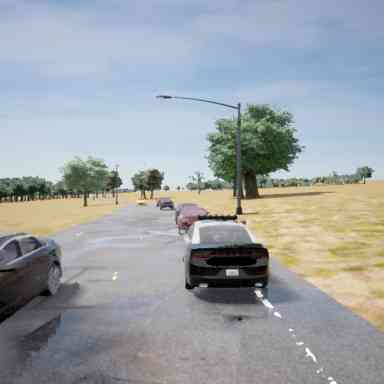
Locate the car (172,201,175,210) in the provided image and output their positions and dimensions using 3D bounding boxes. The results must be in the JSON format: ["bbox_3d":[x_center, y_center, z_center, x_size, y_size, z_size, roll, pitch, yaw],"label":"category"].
[{"bbox_3d":[-0.363,1.577,25.325,1.837,1.490,4.892,0,0,-5],"label":"car"}]

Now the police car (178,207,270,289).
[{"bbox_3d":[0.695,1.447,9.378,1.930,1.638,5.238,0,0,-3],"label":"police car"}]

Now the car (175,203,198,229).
[{"bbox_3d":[0.098,1.579,19.308,1.812,1.442,4.674,0,0,-4],"label":"car"}]

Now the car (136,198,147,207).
[{"bbox_3d":[-9.445,1.905,61.884,1.882,1.535,5.008,0,-1,-9],"label":"car"}]

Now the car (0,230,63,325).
[{"bbox_3d":[-3.830,1.502,5.813,2.128,1.511,4.902,0,0,-3],"label":"car"}]

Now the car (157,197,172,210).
[{"bbox_3d":[-3.536,1.705,46.160,1.837,1.490,4.892,0,-1,-7],"label":"car"}]
